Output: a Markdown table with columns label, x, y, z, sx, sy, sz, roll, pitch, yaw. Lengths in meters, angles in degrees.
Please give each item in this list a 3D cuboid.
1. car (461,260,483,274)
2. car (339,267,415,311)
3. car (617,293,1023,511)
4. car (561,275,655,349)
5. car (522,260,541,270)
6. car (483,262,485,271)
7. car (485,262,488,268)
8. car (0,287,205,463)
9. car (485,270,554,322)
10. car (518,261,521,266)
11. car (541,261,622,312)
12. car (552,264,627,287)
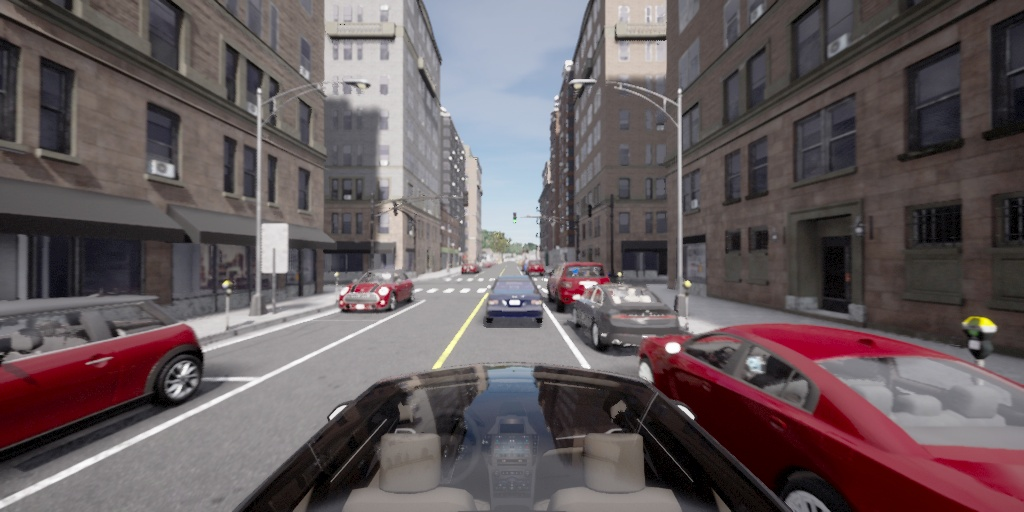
| label | x | y | z | sx | sy | sz | roll | pitch | yaw |
| --- | --- | --- | --- | --- | --- | --- | --- | --- | --- |
| car | -5.475 | 1.434 | 47.312 | 2.192 | 1.841 | 5.009 | 0 | 0 | 0 |
| car | -5.403 | 1.296 | 14.753 | 1.967 | 1.591 | 4.097 | 0 | 0 | 0 |
| car | 2.637 | 1.309 | 3.400 | 1.888 | 1.381 | 4.507 | 0 | 0 | 0 |
| car | 2.629 | 1.360 | 9.082 | 2.007 | 1.370 | 4.403 | 0 | 0 | 0 |
| car | 2.651 | 1.389 | 41.819 | 2.192 | 1.841 | 5.009 | 0 | 0 | 0 |
| car | -5.480 | 1.729 | 52.815 | 1.948 | 1.339 | 4.313 | 0 | 0 | 0 |
| car | -5.485 | 1.758 | 58.319 | 2.007 | 1.370 | 4.403 | 0 | 0 | 0 |
| car | -5.388 | 1.204 | 3.389 | 1.967 | 1.591 | 4.097 | 0 | 0 | 0 |
| car | 0.079 | 1.387 | 12.701 | 2.033 | 1.411 | 5.357 | 0 | 0 | 0 |
| car | 2.617 | 1.522 | 58.330 | 2.192 | 1.841 | 5.009 | 0 | 0 | 0 |
| car | 2.622 | 1.171 | 14.764 | 2.192 | 1.841 | 5.009 | 0 | 0 | 0 |
| car | 5.637 | 1.409 | 26.189 | 5.008 | 1.535 | 1.882 | 0 | -2 | -17 |
